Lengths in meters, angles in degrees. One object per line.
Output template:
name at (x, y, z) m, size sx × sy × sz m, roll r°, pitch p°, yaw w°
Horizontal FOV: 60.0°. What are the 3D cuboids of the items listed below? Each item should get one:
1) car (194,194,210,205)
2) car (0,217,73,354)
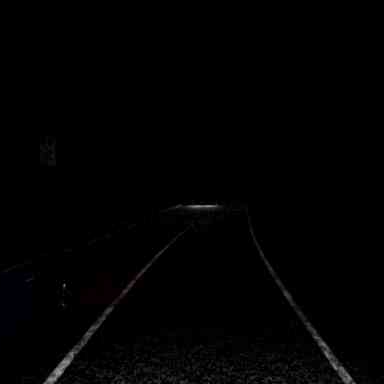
car at (1.381, 1.025, 45.179) m, size 1.812 × 1.442 × 4.674 m, roll 0°, pitch 1°, yaw 5°
car at (-3.373, 1.327, 4.349) m, size 2.097 × 1.767 × 4.553 m, roll 0°, pitch 1°, yaw 3°
